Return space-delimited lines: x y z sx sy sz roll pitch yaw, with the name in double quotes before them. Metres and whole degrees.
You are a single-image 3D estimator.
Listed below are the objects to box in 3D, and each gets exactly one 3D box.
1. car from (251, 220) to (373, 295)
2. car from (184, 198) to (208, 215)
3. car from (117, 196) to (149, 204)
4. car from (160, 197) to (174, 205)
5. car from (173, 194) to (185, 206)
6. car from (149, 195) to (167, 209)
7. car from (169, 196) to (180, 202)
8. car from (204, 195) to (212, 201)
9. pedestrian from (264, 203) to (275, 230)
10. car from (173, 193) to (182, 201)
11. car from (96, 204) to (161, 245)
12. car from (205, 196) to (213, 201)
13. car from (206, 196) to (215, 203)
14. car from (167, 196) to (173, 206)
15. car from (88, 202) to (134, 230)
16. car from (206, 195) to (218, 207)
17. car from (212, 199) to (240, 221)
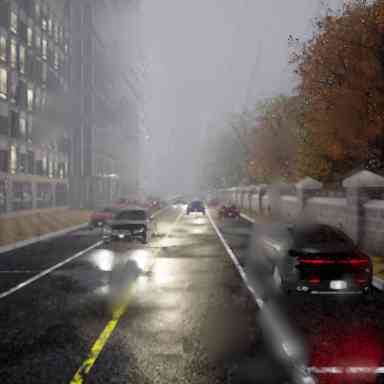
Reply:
"car" 2.773 1.507 8.694 1.837 1.490 4.892 0 0 0
"car" 0.390 1.530 33.568 1.812 1.442 4.674 0 0 1
"car" -5.124 1.317 26.760 2.192 1.841 5.009 0 0 1
"car" -4.522 1.558 60.496 2.008 1.369 4.403 0 0 2
"car" -1.997 1.511 56.160 1.837 1.490 4.892 0 0 2
"car" -4.967 1.320 43.635 2.192 1.841 5.009 0 0 1
"car" -4.042 1.560 77.385 2.008 1.369 4.403 0 0 2
"car" 4.383 1.561 89.245 2.008 1.369 4.403 0 0 1
"pedestrian" 2.746 1.296 11.632 0.375 1.860 0.375 0 0 0
"car" -3.799 1.324 88.662 2.192 1.841 5.009 0 0 1
"car" -2.772 1.506 15.611 1.837 1.490 4.892 0 0 1
"car" 4.273 1.593 83.626 1.802 1.307 4.206 0 0 1
"car" 4.002 1.561 72.393 2.008 1.369 4.403 0 0 2
"car" -4.686 1.557 54.877 2.008 1.369 4.403 0 0 1
"car" -5.193 1.546 21.134 1.887 1.381 4.507 0 0 1
"car" 3.355 1.552 49.895 1.887 1.381 4.507 0 0 1
"car" 2.910 1.549 27.336 1.887 1.381 4.507 0 0 1
